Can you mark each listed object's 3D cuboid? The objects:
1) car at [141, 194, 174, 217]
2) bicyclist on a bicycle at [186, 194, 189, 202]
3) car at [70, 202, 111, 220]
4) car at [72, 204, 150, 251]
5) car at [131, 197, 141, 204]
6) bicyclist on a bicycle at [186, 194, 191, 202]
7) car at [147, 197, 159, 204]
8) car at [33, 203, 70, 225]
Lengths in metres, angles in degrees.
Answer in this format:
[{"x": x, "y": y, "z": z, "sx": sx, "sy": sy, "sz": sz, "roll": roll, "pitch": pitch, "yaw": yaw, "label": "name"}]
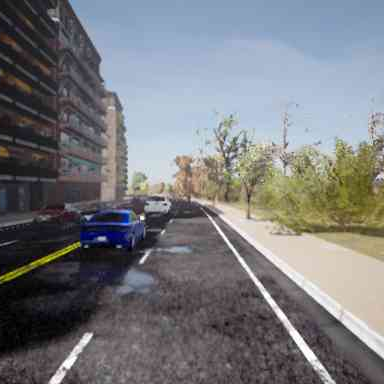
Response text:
[{"x": -3.194, "y": 1.250, "z": 32.009, "sx": 2.150, "sy": 2.045, "sz": 5.566, "roll": 0, "pitch": 0, "yaw": 0, "label": "car"}, {"x": -1.074, "y": 1.430, "z": 78.610, "sx": 0.659, "sy": 1.776, "sz": 1.843, "roll": 0, "pitch": 0, "yaw": -4, "label": "bicyclist on a bicycle"}, {"x": -6.612, "y": 1.512, "z": 23.742, "sx": 2.128, "sy": 1.511, "sz": 4.902, "roll": 0, "pitch": 0, "yaw": 0, "label": "car"}, {"x": -3.155, "y": 1.489, "z": 14.130, "sx": 1.882, "sy": 1.535, "sz": 5.008, "roll": 0, "pitch": 0, "yaw": 0, "label": "car"}, {"x": -10.909, "y": 1.619, "z": 66.003, "sx": 1.994, "sy": 1.385, "sz": 4.181, "roll": 0, "pitch": 0, "yaw": -3, "label": "car"}, {"x": -0.454, "y": 1.508, "z": 69.561, "sx": 0.582, "sy": 1.620, "sz": 1.656, "roll": 0, "pitch": 0, "yaw": -4, "label": "bicyclist on a bicycle"}, {"x": -7.593, "y": 1.618, "z": 64.527, "sx": 1.994, "sy": 1.385, "sz": 4.181, "roll": 0, "pitch": 0, "yaw": -3, "label": "car"}, {"x": -9.851, "y": 1.547, "z": 24.465, "sx": 1.812, "sy": 1.442, "sz": 4.674, "roll": 0, "pitch": 0, "yaw": 0, "label": "car"}]
